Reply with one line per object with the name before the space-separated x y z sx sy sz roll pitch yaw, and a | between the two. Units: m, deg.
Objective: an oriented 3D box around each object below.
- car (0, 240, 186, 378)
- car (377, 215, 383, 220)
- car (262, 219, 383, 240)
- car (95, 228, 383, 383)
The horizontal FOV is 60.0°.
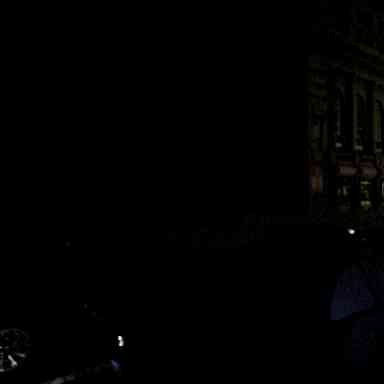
car | -1.549 1.562 5.551 4.313 1.339 1.947 0 0 -36
car | 7.581 1.490 12.163 4.403 1.369 2.008 0 0 -36
car | 3.016 1.533 8.857 4.313 1.339 1.947 0 0 -36
car | 1.675 1.530 4.593 5.357 1.411 2.033 0 0 -36
